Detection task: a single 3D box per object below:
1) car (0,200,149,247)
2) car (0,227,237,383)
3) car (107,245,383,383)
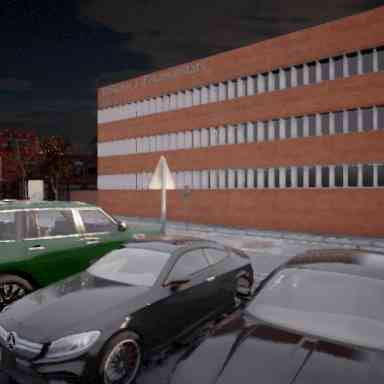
[{"bbox_3d":[-2.864,1.192,7.071,2.435,2.045,5.566,0,0,35],"label":"car"},{"bbox_3d":[-0.581,1.500,5.410,2.002,1.452,4.674,0,0,35],"label":"car"},{"bbox_3d":[1.723,1.476,3.771,2.097,1.535,5.008,0,0,35],"label":"car"}]
